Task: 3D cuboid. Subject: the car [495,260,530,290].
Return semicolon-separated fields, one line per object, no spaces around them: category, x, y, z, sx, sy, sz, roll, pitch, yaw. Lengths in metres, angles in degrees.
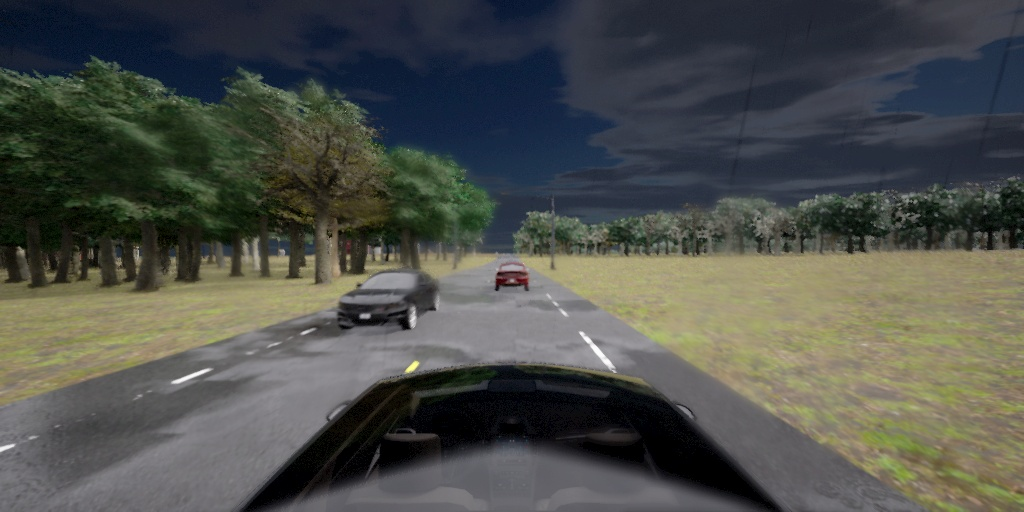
car;0.020;1.127;21.224;1.882;1.535;5.008;0;0;0

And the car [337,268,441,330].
car;-3.510;1.159;11.073;1.882;1.535;5.008;0;0;0
